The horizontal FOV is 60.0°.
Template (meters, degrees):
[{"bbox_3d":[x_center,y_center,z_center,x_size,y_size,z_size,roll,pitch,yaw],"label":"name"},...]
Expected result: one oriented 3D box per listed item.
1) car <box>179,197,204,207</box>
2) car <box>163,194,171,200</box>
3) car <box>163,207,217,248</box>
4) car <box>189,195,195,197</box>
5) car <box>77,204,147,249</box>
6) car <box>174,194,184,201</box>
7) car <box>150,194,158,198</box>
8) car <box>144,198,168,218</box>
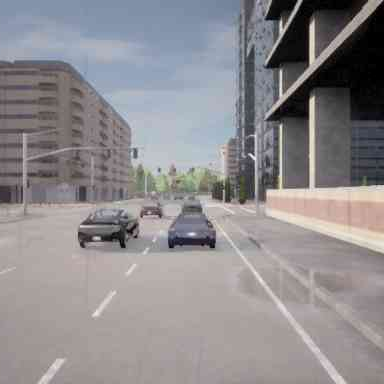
[{"bbox_3d":[0.000,1.515,29.652,1.837,1.490,4.892,0,0,0],"label":"car"},{"bbox_3d":[-7.000,1.443,92.221,1.837,1.490,4.892,0,0,1],"label":"car"},{"bbox_3d":[0.000,1.570,14.650,1.994,1.385,4.181,0,0,0],"label":"car"},{"bbox_3d":[-0.063,1.549,87.137,1.895,1.301,4.718,0,0,1],"label":"car"},{"bbox_3d":[-3.500,1.493,14.650,2.128,1.511,4.902,0,0,0],"label":"car"},{"bbox_3d":[-3.563,1.314,87.121,2.097,1.767,4.553,0,0,1],"label":"car"},{"bbox_3d":[-10.499,1.443,92.265,1.837,1.490,4.892,0,0,1],"label":"car"},{"bbox_3d":[-3.500,1.531,29.652,1.812,1.442,4.674,0,0,0],"label":"car"}]
